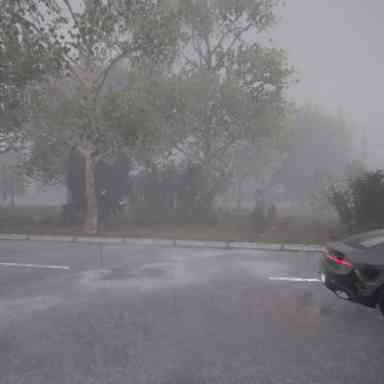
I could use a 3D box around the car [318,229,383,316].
[{"bbox_3d":[4.881,1.415,5.967,4.892,1.490,1.837,1,0,7],"label":"car"}]
